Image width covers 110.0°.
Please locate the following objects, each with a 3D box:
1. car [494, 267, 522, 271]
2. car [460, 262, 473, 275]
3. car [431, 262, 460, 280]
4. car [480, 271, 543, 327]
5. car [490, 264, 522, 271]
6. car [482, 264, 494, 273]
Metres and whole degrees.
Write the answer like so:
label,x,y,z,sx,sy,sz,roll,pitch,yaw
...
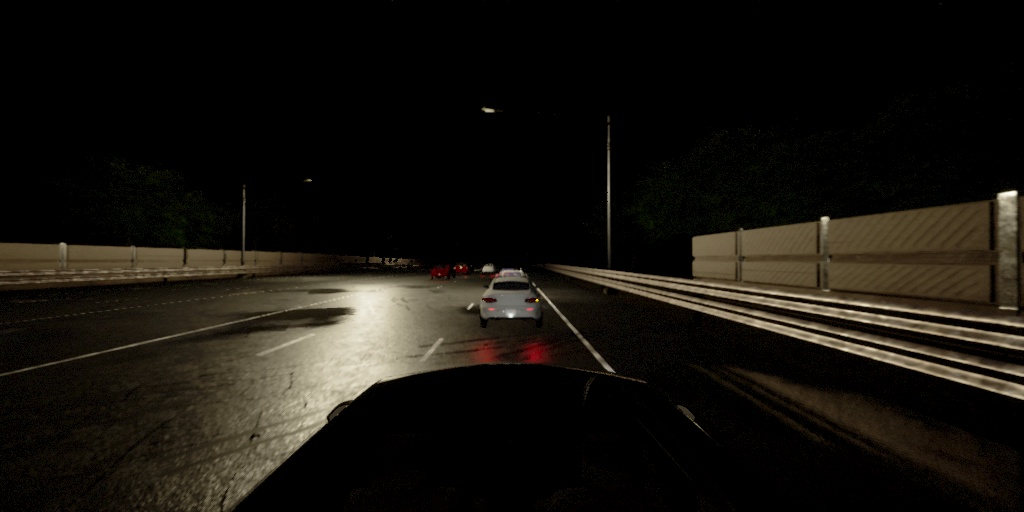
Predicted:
label,x,y,z,sx,sy,sz,roll,pitch,yaw
car,0.004,1.554,22.971,1.895,1.301,4.718,0,-1,0
car,-6.713,1.658,49.753,2.097,1.767,4.553,0,-1,2
car,-6.947,1.618,36.914,1.882,1.535,5.008,0,-1,1
car,0.000,1.374,11.870,1.812,1.442,4.674,0,-1,1
car,-0.177,1.584,28.720,1.994,1.385,4.181,0,-1,8
car,-3.158,1.834,51.359,1.812,1.442,4.674,0,-1,2
